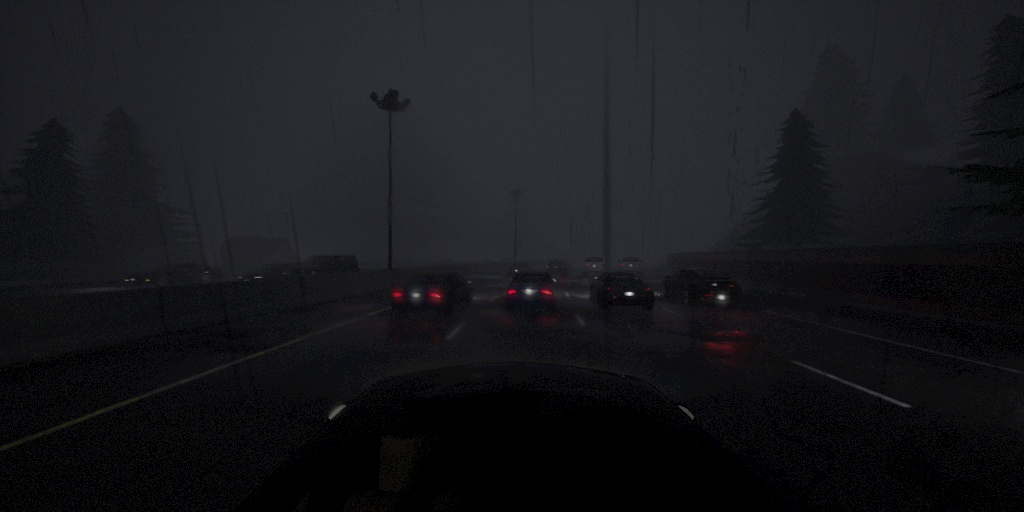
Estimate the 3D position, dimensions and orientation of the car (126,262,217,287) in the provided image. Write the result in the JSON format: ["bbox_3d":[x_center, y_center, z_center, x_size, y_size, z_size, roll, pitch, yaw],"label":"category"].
[{"bbox_3d":[-22.779,1.186,24.253,1.837,1.490,4.892,0,0,8],"label":"car"}]

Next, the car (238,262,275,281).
[{"bbox_3d":[-15.743,1.208,24.112,1.837,1.490,4.892,0,0,9],"label":"car"}]

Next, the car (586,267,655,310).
[{"bbox_3d":[4.426,1.328,14.898,1.994,1.385,4.181,0,0,6],"label":"car"}]

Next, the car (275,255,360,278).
[{"bbox_3d":[-12.290,0.936,23.667,2.150,2.045,5.566,0,0,9],"label":"car"}]

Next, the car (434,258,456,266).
[{"bbox_3d":[-11.897,1.193,63.581,1.882,1.535,5.008,0,0,23],"label":"car"}]

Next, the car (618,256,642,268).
[{"bbox_3d":[12.702,1.012,38.554,2.150,2.045,5.566,0,0,17],"label":"car"}]

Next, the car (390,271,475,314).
[{"bbox_3d":[-2.772,1.289,13.726,2.033,1.411,5.357,0,0,5],"label":"car"}]

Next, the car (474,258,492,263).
[{"bbox_3d":[-4.285,1.340,63.620,1.895,1.301,4.718,0,0,24],"label":"car"}]

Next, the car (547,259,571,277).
[{"bbox_3d":[4.618,1.117,35.449,2.097,1.767,4.553,0,0,14],"label":"car"}]

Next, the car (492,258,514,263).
[{"bbox_3d":[-0.997,1.101,62.335,2.097,1.767,4.553,0,0,24],"label":"car"}]

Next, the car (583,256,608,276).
[{"bbox_3d":[8.585,0.999,36.899,2.150,2.045,5.566,0,0,15],"label":"car"}]

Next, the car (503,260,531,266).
[{"bbox_3d":[0.851,1.318,34.808,1.994,1.385,4.181,0,0,14],"label":"car"}]

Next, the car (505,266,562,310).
[{"bbox_3d":[0.851,1.301,14.827,2.033,1.411,5.357,0,0,6],"label":"car"}]

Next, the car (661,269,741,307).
[{"bbox_3d":[8.024,1.280,15.637,1.837,1.490,4.892,0,0,6],"label":"car"}]
